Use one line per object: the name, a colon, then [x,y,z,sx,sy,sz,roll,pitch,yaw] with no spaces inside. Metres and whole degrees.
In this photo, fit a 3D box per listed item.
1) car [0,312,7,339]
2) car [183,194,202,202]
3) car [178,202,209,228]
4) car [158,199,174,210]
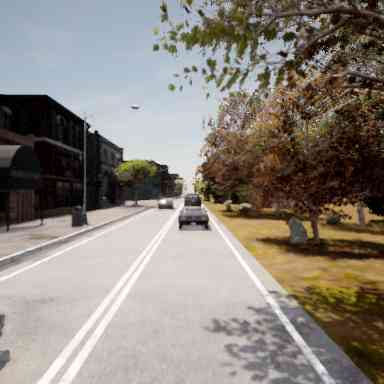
car: [-3.352,1.548,2.005,2.033,1.411,5.357,0,0,0]
car: [0.091,1.207,42.755,2.150,2.045,5.566,0,0,0]
car: [0.094,1.597,22.030,1.895,1.301,4.718,0,0,0]
car: [-3.345,1.586,43.089,1.895,1.301,4.718,0,0,0]
